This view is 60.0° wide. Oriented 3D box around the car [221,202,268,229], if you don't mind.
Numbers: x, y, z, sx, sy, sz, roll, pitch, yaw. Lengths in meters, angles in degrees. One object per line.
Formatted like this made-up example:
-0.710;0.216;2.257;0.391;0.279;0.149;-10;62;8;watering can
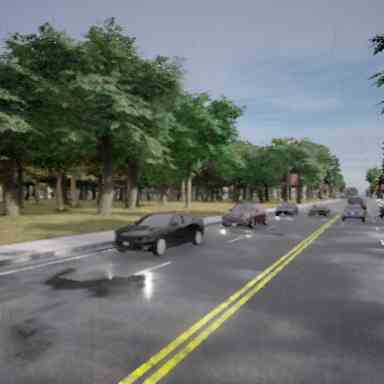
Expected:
3.780;1.543;23.443;2.097;1.767;4.553;0;0;29;car

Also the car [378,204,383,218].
20.543;1.915;34.489;1.837;1.490;4.892;0;0;27;car

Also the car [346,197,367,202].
20.816;1.687;42.250;2.150;2.045;5.566;0;-1;28;car

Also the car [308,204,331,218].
13.423;1.985;35.041;1.895;1.301;4.718;0;0;27;car

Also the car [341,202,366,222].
14.572;1.876;30.009;2.033;1.411;5.357;0;0;28;car

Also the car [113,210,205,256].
-1.176;1.561;13.840;1.882;1.535;5.008;0;0;27;car

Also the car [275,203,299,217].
10.543;1.918;36.547;2.033;1.411;5.357;0;0;27;car
